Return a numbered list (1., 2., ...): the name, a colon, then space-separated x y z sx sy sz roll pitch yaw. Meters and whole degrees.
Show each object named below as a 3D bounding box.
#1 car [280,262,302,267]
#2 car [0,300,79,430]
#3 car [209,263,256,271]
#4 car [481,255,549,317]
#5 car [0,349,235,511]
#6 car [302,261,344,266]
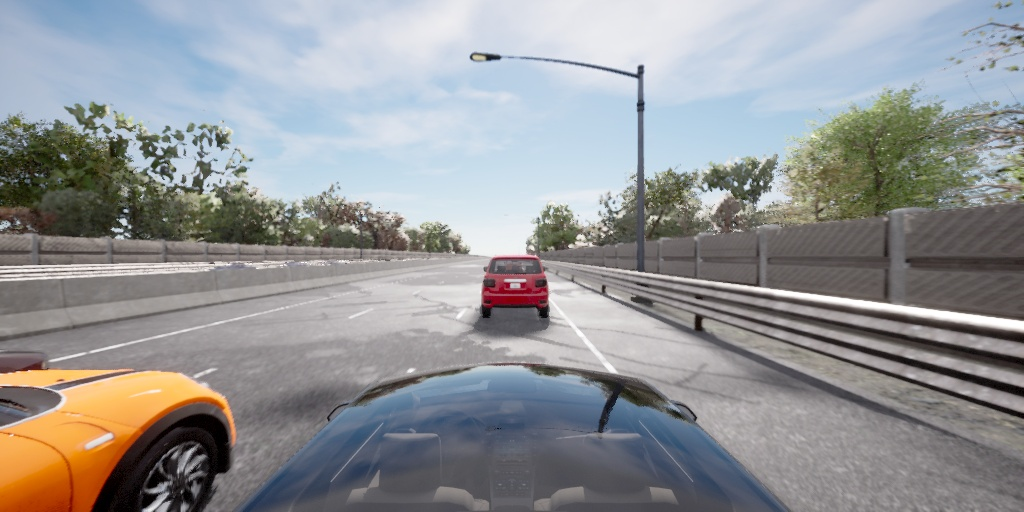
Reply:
1. car: -21.105 1.299 34.613 2.033 1.411 5.357 0 0 0
2. car: -6.901 1.297 2.196 2.033 1.411 5.357 0 0 0
3. car: -24.602 1.316 31.691 1.994 1.385 4.181 0 0 0
4. car: 0.097 0.973 13.283 2.150 2.045 5.566 0 0 0
5. car: -3.399 1.102 1.143 2.097 1.767 4.553 0 0 0
6. car: -17.603 1.244 34.714 2.128 1.511 4.902 0 0 0
